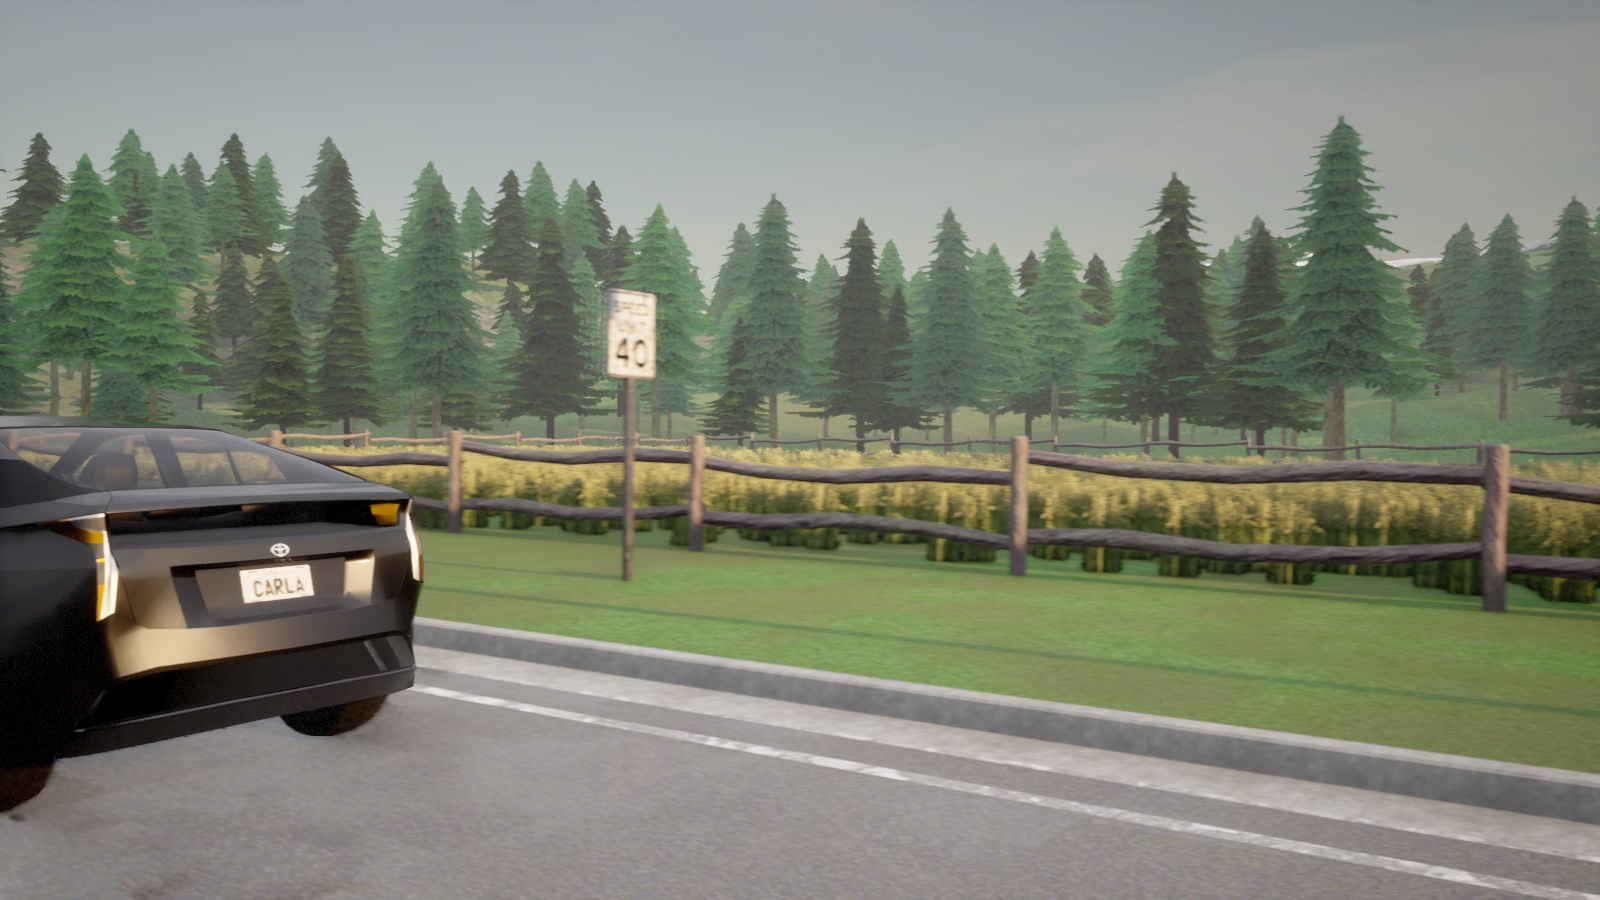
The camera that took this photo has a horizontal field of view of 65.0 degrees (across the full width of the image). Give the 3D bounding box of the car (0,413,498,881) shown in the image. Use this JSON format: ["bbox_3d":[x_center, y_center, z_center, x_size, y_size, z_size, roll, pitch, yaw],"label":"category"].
[{"bbox_3d":[-3.834,0.628,6.159,4.514,1.525,2.007,0,1,33],"label":"car"}]
